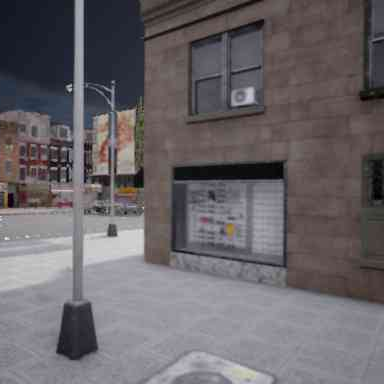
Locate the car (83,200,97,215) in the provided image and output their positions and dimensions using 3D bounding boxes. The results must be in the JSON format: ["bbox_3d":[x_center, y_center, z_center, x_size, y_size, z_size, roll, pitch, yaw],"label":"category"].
[{"bbox_3d":[-9.552,1.556,34.256,1.837,1.490,4.892,1,-1,35],"label":"car"}]

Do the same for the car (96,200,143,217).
[{"bbox_3d":[-6.771,1.649,32.562,1.994,1.385,4.181,1,-1,35],"label":"car"}]
